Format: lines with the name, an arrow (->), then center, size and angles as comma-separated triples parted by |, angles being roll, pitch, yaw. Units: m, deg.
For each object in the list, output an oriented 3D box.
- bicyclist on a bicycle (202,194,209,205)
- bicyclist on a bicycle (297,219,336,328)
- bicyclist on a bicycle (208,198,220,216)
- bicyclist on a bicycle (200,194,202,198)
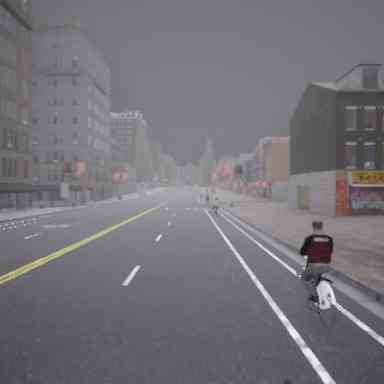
bicyclist on a bicycle -> 2.232, 1.247, 47.907 | 0.659, 1.776, 1.843 | 0, 0, 0
bicyclist on a bicycle -> 2.238, 1.377, 6.139 | 0.659, 1.776, 1.843 | 0, 0, 0
bicyclist on a bicycle -> 2.172, 1.398, 30.190 | 0.866, 1.612, 1.509 | 0, 0, 1
bicyclist on a bicycle -> 2.164, 0.908, 78.091 | 0.866, 1.612, 1.509 | 0, 1, 1
